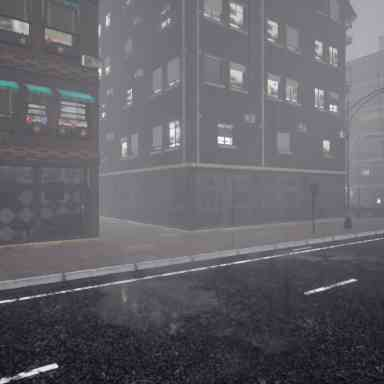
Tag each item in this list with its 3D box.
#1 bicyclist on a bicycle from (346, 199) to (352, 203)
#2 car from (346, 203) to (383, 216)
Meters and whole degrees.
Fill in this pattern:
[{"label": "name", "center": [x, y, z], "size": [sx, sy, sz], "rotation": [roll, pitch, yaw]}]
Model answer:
[{"label": "bicyclist on a bicycle", "center": [21.417, 1.591, 45.344], "size": [1.656, 1.620, 0.582], "rotation": [-1, 0, -36]}, {"label": "car", "center": [17.741, 1.845, 35.603], "size": [1.895, 1.301, 4.718], "rotation": [0, -1, -39]}]
